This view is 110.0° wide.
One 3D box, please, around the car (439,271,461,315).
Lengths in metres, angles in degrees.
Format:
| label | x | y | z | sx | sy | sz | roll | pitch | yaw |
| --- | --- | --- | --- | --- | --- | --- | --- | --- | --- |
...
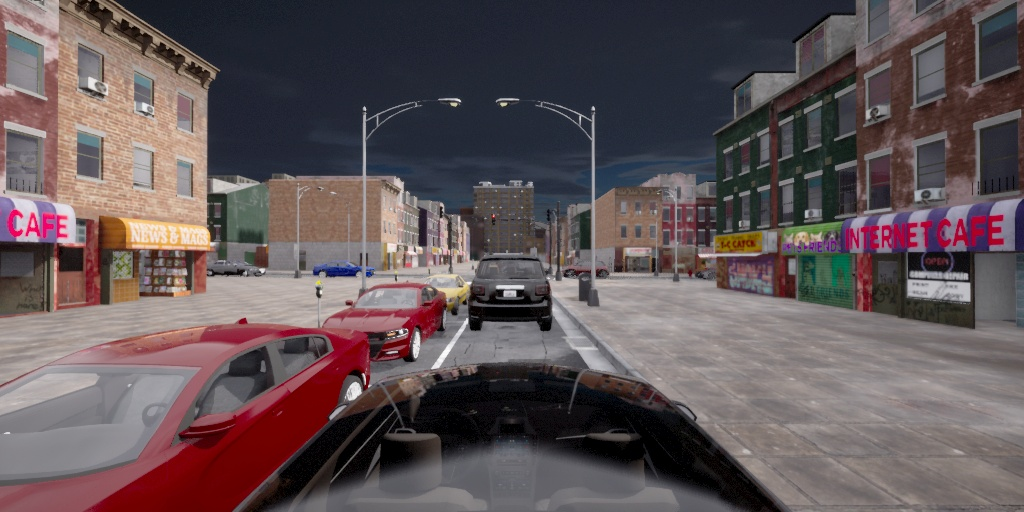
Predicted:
| label | x | y | z | sx | sy | sz | roll | pitch | yaw |
| --- | --- | --- | --- | --- | --- | --- | --- | --- | --- |
| car | -2.626 | 1.283 | 13.559 | 1.751 | 1.417 | 4.829 | 0 | 0 | 0 |

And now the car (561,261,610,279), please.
| label | x | y | z | sx | sy | sz | roll | pitch | yaw |
| --- | --- | --- | --- | --- | --- | --- | --- | --- | --- |
| car | 6.871 | 1.226 | 34.115 | 4.553 | 1.767 | 2.097 | 1 | 0 | 3 |

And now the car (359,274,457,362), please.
| label | x | y | z | sx | sy | sz | roll | pitch | yaw |
| --- | --- | --- | --- | --- | --- | --- | --- | --- | --- |
| car | -2.631 | 1.298 | 8.235 | 1.888 | 1.381 | 4.507 | 0 | 0 | 0 |

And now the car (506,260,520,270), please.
| label | x | y | z | sx | sy | sz | roll | pitch | yaw |
| --- | --- | --- | --- | --- | --- | --- | --- | --- | --- |
| car | 0.124 | 1.382 | 54.776 | 2.033 | 1.411 | 5.357 | 0 | 0 | 0 |

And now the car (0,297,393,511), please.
| label | x | y | z | sx | sy | sz | roll | pitch | yaw |
| --- | --- | --- | --- | --- | --- | --- | --- | --- | --- |
| car | -2.636 | 1.295 | 2.741 | 1.888 | 1.381 | 4.507 | 0 | 0 | 0 |

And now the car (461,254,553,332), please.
| label | x | y | z | sx | sy | sz | roll | pitch | yaw |
| --- | --- | --- | --- | --- | --- | --- | --- | --- | --- |
| car | -0.019 | 0.976 | 11.056 | 2.150 | 2.045 | 5.566 | 0 | 0 | 1 |

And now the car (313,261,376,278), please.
| label | x | y | z | sx | sy | sz | roll | pitch | yaw |
| --- | --- | --- | --- | --- | --- | --- | --- | --- | --- |
| car | -14.357 | 1.156 | 30.828 | 5.008 | 1.535 | 1.882 | 0 | 0 | -1 |

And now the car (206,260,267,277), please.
| label | x | y | z | sx | sy | sz | roll | pitch | yaw |
| --- | --- | --- | --- | --- | --- | --- | --- | --- | --- |
| car | -23.856 | 1.102 | 30.792 | 4.902 | 1.511 | 2.128 | 0 | 0 | 0 |

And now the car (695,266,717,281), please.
| label | x | y | z | sx | sy | sz | roll | pitch | yaw |
| --- | --- | --- | --- | --- | --- | --- | --- | --- | --- |
| car | 19.672 | 1.611 | 33.921 | 4.181 | 1.385 | 1.994 | 1 | 0 | 0 |
